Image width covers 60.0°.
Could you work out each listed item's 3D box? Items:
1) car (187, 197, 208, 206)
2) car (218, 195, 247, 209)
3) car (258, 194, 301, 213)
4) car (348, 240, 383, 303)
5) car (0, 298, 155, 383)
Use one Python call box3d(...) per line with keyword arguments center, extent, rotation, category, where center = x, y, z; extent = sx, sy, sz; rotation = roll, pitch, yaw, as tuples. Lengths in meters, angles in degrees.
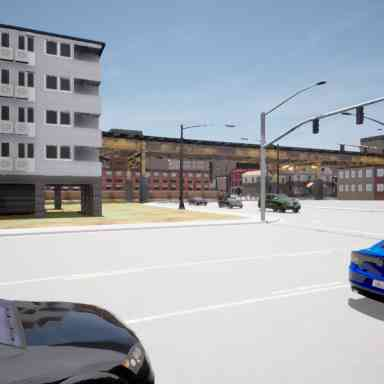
box3d(center=(0.846, 1.547, 55.884), extent=(2.033, 1.411, 5.357), rotation=(0, 0, -20), category="car")
box3d(center=(5.267, 1.526, 46.433), extent=(1.812, 1.442, 4.674), rotation=(0, 0, -25), category="car")
box3d(center=(9.641, 1.222, 37.280), extent=(2.150, 2.045, 5.566), rotation=(0, 0, -26), category="car")
box3d(center=(5.554, 1.478, 6.907), extent=(5.008, 1.535, 1.882), rotation=(0, 0, -25), category="car")
box3d(center=(-2.423, 1.564, 2.754), extent=(4.181, 1.385, 1.994), rotation=(0, 0, -32), category="car")
